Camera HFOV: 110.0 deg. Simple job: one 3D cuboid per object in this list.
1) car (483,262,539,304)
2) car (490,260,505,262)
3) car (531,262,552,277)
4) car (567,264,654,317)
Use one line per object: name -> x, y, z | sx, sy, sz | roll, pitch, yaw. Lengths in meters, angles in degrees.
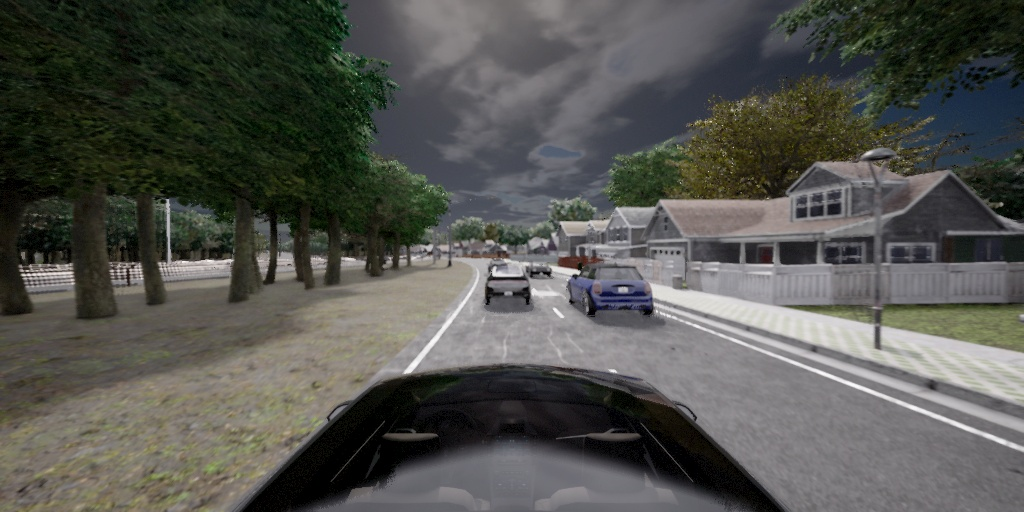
car -> -0.230, 1.183, 15.858 | 2.128, 1.511, 4.902 | 0, 0, -2
car -> -1.391, 1.084, 34.116 | 1.837, 1.490, 4.892 | 0, 0, -5
car -> 2.283, 1.185, 32.303 | 1.895, 1.301, 4.718 | 0, 0, -5
car -> 3.366, 1.052, 13.176 | 2.097, 1.767, 4.553 | 0, 0, -2
